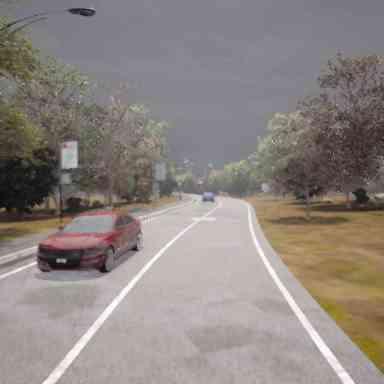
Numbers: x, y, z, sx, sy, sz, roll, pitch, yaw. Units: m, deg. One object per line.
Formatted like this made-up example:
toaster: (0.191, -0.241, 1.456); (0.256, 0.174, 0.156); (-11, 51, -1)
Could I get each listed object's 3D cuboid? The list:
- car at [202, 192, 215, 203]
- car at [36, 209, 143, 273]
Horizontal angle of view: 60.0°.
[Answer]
car: (2.564, 0.781, 51.437); (1.882, 1.535, 5.008); (0, 1, 4)
car: (-2.965, 1.382, 10.642); (1.882, 1.535, 5.008); (0, 1, 6)
